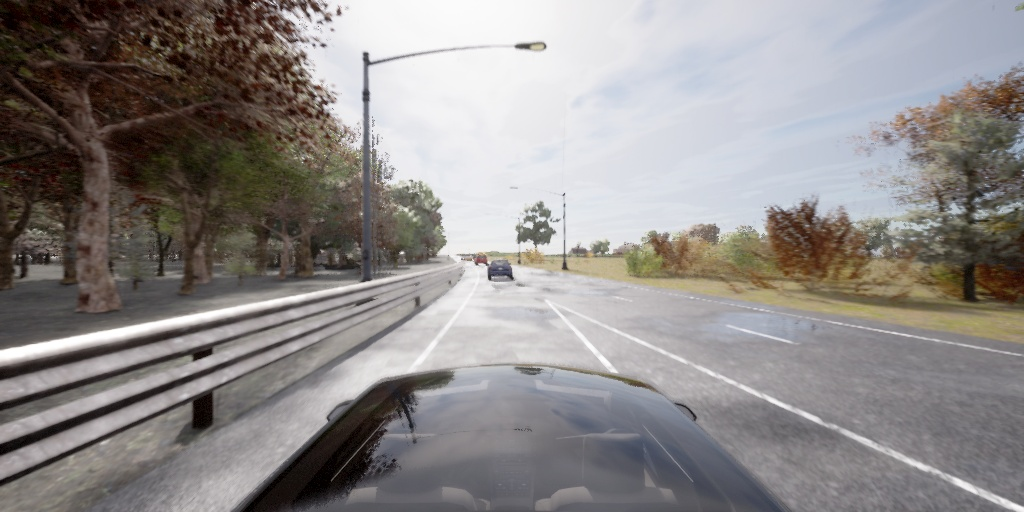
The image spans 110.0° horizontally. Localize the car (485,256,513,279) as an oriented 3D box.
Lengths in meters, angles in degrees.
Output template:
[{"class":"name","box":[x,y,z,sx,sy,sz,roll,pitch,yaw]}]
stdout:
[{"class":"car","box":[-1.106,1.054,31.519,2.097,1.767,4.553,0,0,-4]}]
